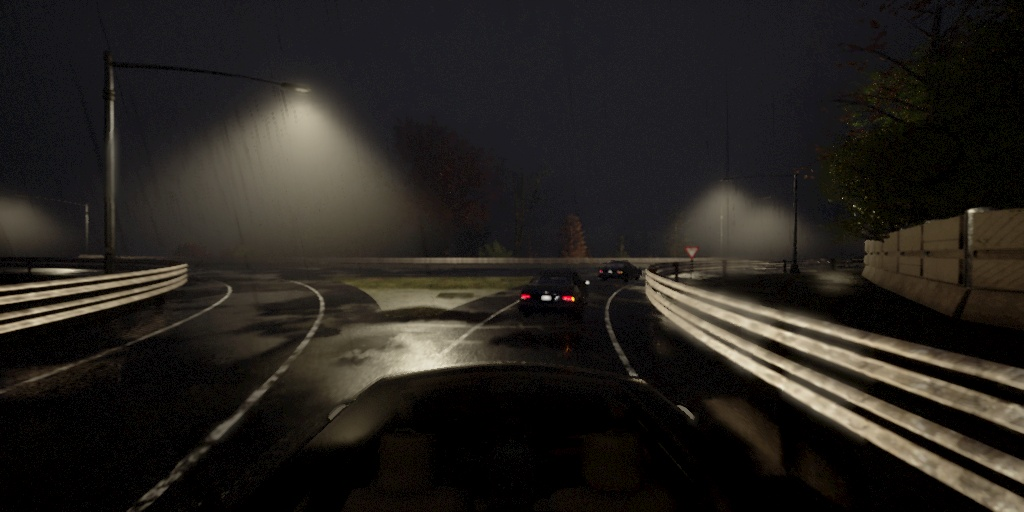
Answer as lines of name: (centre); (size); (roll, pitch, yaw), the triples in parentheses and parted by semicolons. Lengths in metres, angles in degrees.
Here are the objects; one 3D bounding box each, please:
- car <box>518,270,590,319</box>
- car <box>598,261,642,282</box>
car: (1.603, 1.196, 12.422); (2.033, 1.411, 5.357); (0, 1, 15)
car: (7.891, 1.087, 25.964); (2.033, 1.411, 5.357); (1, 1, 33)
